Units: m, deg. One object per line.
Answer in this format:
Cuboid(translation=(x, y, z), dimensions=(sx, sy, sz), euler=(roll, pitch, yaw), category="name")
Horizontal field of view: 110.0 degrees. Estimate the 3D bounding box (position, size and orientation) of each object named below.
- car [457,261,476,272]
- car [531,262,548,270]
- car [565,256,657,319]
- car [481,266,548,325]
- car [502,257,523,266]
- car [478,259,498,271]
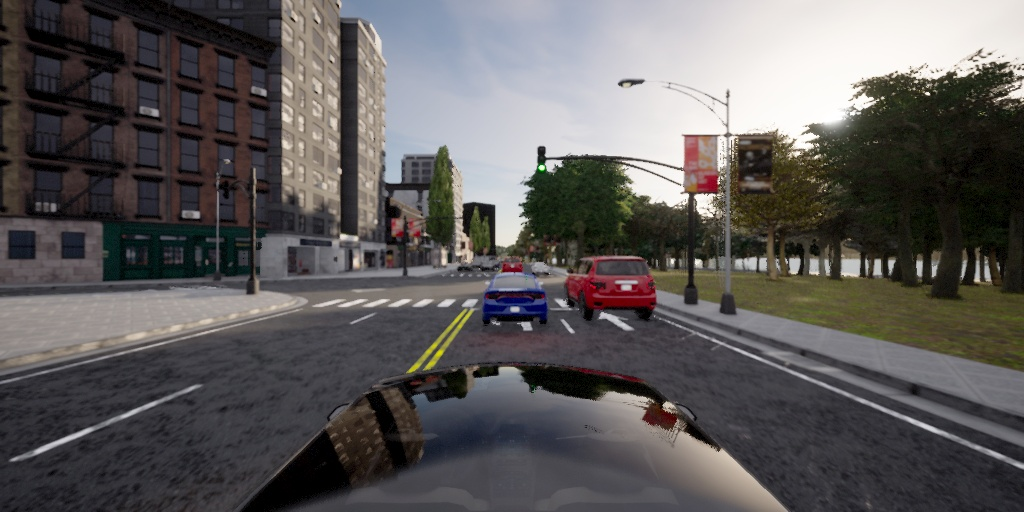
Cuboid(translation=(-6.651, 1.606, 51.138), dimensions=(1.895, 1.301, 4.718), euler=(0, 0, 0), category="car")
Cuboid(translation=(3.288, 1.488, 43.040), dimensions=(1.812, 1.442, 4.674), euler=(0, 0, 0), category="car")
Cuboid(translation=(3.338, 1.031, 13.146), dimensions=(2.150, 2.045, 5.566), euler=(0, 0, 0), category="car")
Cuboid(translation=(0.084, 1.282, 12.076), dimensions=(1.882, 1.535, 5.008), euler=(0, 0, 0), category="car")
Cuboid(translation=(0.042, 1.168, 39.812), dimensions=(2.150, 2.045, 5.566), euler=(0, 0, 0), category="car")
Cuboid(translation=(-3.400, 1.510, 51.371), dimensions=(1.837, 1.490, 4.892), euler=(0, 0, 0), category="car")
